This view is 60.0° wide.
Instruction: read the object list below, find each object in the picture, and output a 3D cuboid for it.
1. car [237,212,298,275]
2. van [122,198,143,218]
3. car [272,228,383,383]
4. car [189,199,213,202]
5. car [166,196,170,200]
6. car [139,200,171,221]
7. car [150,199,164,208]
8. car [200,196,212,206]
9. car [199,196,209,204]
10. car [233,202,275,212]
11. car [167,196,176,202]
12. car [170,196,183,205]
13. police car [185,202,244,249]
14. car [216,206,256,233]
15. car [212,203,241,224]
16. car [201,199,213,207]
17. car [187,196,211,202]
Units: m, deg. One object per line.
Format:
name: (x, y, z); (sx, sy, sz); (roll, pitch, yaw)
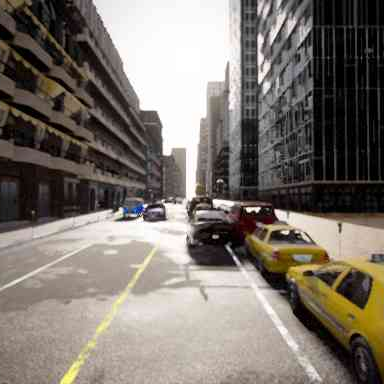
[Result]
car: (2.703, 1.578, 10.438); (1.752, 1.417, 4.829); (1, 0, 0)
van: (-5.672, 1.515, 32.361); (1.690, 1.788, 3.998); (1, 0, 0)
car: (2.703, 1.550, 4.915); (1.752, 1.417, 4.829); (1, 0, 0)
car: (0.855, 1.588, 25.336); (1.801, 1.575, 5.366); (0, 0, 0)
car: (-5.674, 2.081, 82.063); (1.887, 1.381, 4.507); (1, 0, 0)
car: (-3.097, 1.678, 28.747); (1.812, 1.442, 4.674); (0, 0, 0)
car: (-5.676, 1.903, 54.450); (1.802, 1.307, 4.206); (1, 0, 0)
car: (2.708, 1.719, 65.496); (2.192, 1.841, 5.009); (1, 0, 0)
car: (2.708, 1.805, 76.542); (2.192, 1.841, 5.009); (1, 0, 0)
car: (2.707, 1.395, 15.791); (2.192, 1.841, 5.009); (1, 0, 0)
car: (-5.672, 1.949, 93.111); (2.192, 1.841, 5.009); (1, -1, 0)
car: (-2.995, 1.961, 71.301); (2.128, 1.511, 4.902); (0, 0, 0)
police car: (0.739, 1.503, 15.208); (1.930, 1.638, 5.238); (0, 0, -4)
car: (2.703, 1.675, 21.312); (1.947, 1.339, 4.313); (1, 0, 0)
car: (2.704, 1.685, 26.836); (1.887, 1.381, 4.507); (1, 0, 0)
car: (2.705, 1.928, 59.971); (1.947, 1.339, 4.313); (1, 0, 0)
car: (0.830, 1.389, 31.199); (2.150, 2.045, 5.566); (0, 0, -1)
